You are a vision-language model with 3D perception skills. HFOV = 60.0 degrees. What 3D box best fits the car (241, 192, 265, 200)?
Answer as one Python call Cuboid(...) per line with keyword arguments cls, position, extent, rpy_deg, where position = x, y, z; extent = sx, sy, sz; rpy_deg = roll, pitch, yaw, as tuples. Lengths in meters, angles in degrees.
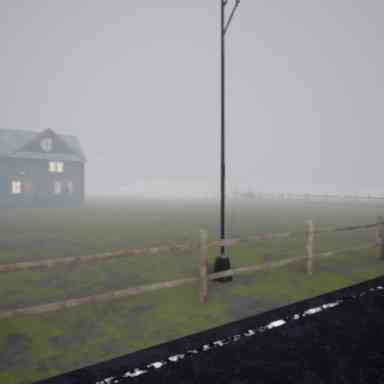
Cuboid(cls="car", position=(11.048, 0.697, 60.178), extent=(2.128, 1.511, 4.902), rpy_deg=(0, 1, -35))
